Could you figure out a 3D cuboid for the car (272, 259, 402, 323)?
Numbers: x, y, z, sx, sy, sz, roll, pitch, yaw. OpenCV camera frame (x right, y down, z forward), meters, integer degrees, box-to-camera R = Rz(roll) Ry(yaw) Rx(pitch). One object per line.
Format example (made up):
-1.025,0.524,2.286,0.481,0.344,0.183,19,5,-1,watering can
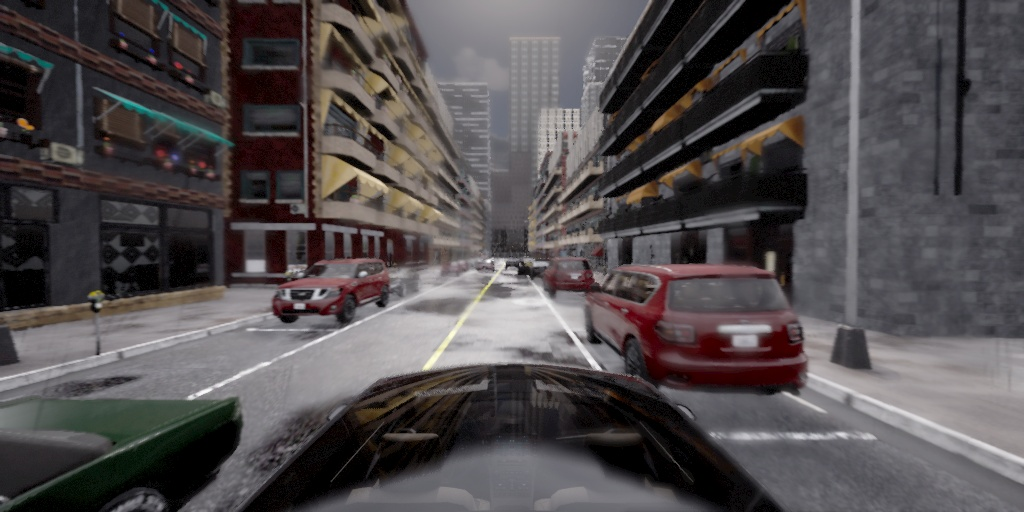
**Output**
-5.684,1.020,12.127,2.192,1.841,5.009,0,0,0,car

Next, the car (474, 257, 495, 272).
-3.081,1.135,43.132,1.994,1.385,4.181,0,0,0,car

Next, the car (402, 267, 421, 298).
-5.703,1.231,17.729,2.007,1.370,4.403,0,0,0,car

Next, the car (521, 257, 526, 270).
2.675,1.037,57.086,1.751,1.417,4.829,0,0,0,car

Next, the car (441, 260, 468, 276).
-5.700,1.190,34.535,1.802,1.307,4.207,0,0,0,car

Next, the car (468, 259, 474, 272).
-5.701,1.166,40.137,1.802,1.307,4.207,0,0,0,car

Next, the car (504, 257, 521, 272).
0.017,1.044,50.562,1.837,1.490,4.892,0,0,1,car

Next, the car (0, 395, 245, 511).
-3.100,1.356,0.647,1.895,1.301,4.718,0,0,0,car

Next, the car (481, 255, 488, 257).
-5.707,1.039,62.545,2.007,1.370,4.403,0,0,0,car

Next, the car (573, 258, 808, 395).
2.688,1.044,6.499,2.192,1.841,5.009,0,0,0,car

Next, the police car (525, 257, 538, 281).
2.359,1.058,28.644,1.930,1.638,5.238,0,0,0,police car

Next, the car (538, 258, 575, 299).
2.685,0.995,17.703,2.192,1.841,5.009,0,0,0,car
